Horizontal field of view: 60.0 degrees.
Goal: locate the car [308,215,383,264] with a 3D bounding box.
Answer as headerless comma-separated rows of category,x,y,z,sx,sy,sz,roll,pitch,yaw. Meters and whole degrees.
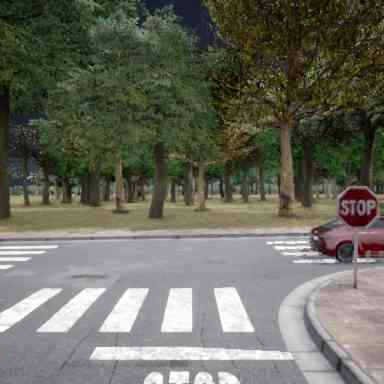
car,6.049,1.436,10.911,4.181,1.385,1.994,-1,1,0
